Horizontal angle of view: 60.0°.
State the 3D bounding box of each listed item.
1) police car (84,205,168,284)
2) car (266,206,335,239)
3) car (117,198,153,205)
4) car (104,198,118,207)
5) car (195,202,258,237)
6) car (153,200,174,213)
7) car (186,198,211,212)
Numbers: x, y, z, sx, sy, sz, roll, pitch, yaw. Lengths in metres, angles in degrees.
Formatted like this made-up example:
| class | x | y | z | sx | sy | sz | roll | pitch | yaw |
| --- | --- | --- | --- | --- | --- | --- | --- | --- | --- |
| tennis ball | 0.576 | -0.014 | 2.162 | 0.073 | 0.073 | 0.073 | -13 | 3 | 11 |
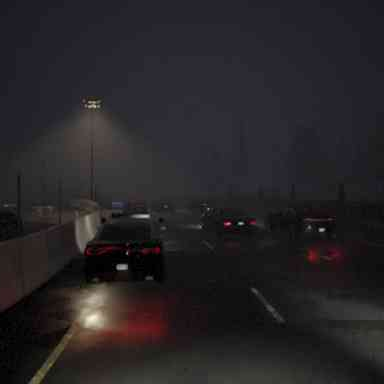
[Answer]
| class | x | y | z | sx | sy | sz | roll | pitch | yaw |
| --- | --- | --- | --- | --- | --- | --- | --- | --- | --- |
| police car | -1.780 | 1.411 | 9.742 | 1.930 | 1.638 | 5.238 | 0 | 0 | -6 |
| car | 5.401 | 1.465 | 17.246 | 2.128 | 1.511 | 4.902 | 0 | 0 | -9 |
| car | -5.673 | 1.443 | 32.533 | 2.128 | 1.511 | 4.902 | 0 | 0 | -20 |
| car | -10.257 | 1.482 | 43.648 | 2.033 | 1.411 | 5.357 | 0 | 0 | -26 |
| car | 1.799 | 1.520 | 17.932 | 2.033 | 1.411 | 5.357 | 0 | 0 | -11 |
| car | -3.349 | 1.508 | 36.264 | 1.994 | 1.385 | 4.181 | 0 | 0 | -20 |
| car | 0.828 | 1.450 | 34.963 | 1.837 | 1.490 | 4.892 | 0 | 0 | -19 |
